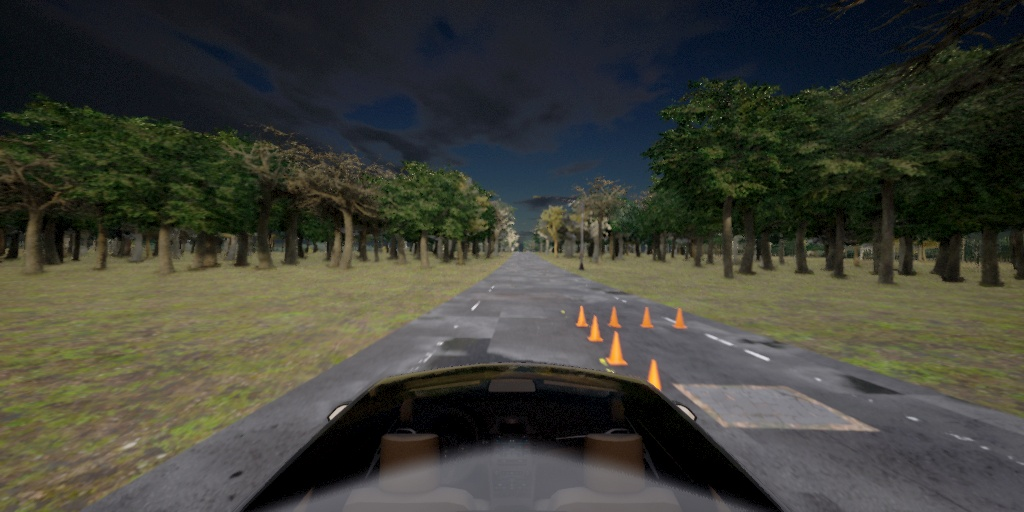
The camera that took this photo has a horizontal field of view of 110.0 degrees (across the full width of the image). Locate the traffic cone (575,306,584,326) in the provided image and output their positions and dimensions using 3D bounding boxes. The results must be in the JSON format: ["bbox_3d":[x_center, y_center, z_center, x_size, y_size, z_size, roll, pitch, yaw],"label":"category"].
[{"bbox_3d":[2.147,1.836,11.099,0.340,0.580,0.340,0,0,1],"label":"traffic cone"}]

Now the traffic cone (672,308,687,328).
[{"bbox_3d":[5.146,1.887,11.030,0.340,0.580,0.340,0,0,1],"label":"traffic cone"}]

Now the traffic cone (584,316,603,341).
[{"bbox_3d":[2.101,1.816,9.100,0.340,0.580,0.340,0,0,1],"label":"traffic cone"}]

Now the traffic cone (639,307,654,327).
[{"bbox_3d":[4.146,1.870,11.053,0.340,0.580,0.340,0,0,1],"label":"traffic cone"}]

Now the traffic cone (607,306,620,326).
[{"bbox_3d":[3.146,1.853,11.076,0.340,0.580,0.340,0,0,1],"label":"traffic cone"}]

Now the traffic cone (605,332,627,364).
[{"bbox_3d":[2.056,1.797,7.100,0.340,0.580,0.340,0,0,1],"label":"traffic cone"}]

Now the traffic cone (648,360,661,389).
[{"bbox_3d":[2.010,1.776,5.101,0.340,0.580,0.340,0,0,1],"label":"traffic cone"}]
